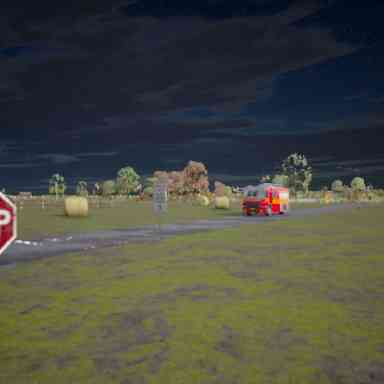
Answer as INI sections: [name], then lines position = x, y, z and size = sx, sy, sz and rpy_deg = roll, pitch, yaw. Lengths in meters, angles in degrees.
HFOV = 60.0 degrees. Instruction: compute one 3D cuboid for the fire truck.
[fire truck]
position = 9.345, 0.966, 41.449
size = 2.891, 3.827, 8.468
rpy_deg = -1, -1, 35
